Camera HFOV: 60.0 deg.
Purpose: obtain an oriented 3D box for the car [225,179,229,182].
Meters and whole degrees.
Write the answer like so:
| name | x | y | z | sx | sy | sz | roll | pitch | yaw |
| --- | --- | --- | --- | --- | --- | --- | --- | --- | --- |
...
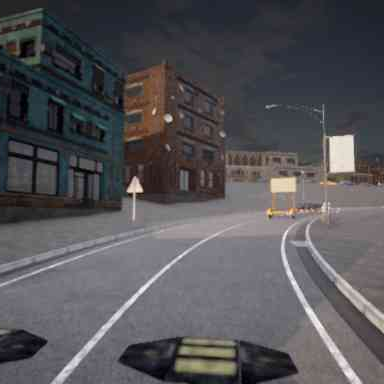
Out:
| name | x | y | z | sx | sy | sz | roll | pitch | yaw |
| --- | --- | --- | --- | --- | --- | --- | --- | --- | --- |
| car | 5.837 | -2.635 | 73.250 | 4.553 | 1.767 | 2.185 | 1 | -5 | -13 |

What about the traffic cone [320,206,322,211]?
| name | x | y | z | sx | sy | sz | roll | pitch | yaw |
| --- | --- | --- | --- | --- | --- | --- | --- | --- | --- |
| traffic cone | 15.318 | 2.018 | 39.635 | 0.340 | 0.580 | 0.340 | -3 | -2 | 36 |

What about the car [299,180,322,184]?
| name | x | y | z | sx | sy | sz | roll | pitch | yaw |
| --- | --- | --- | --- | --- | --- | --- | --- | --- | --- |
| car | 27.266 | -2.042 | 78.240 | 4.674 | 1.452 | 2.002 | 1 | -5 | -14 |

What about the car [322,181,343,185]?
| name | x | y | z | sx | sy | sz | roll | pitch | yaw |
| --- | --- | --- | --- | --- | --- | --- | --- | --- | --- |
| car | 32.618 | -1.935 | 79.697 | 5.008 | 1.535 | 2.097 | 2 | -5 | -15 |

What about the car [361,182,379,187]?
| name | x | y | z | sx | sy | sz | roll | pitch | yaw |
| --- | --- | --- | --- | --- | --- | --- | --- | --- | --- |
| car | 43.368 | -1.579 | 83.002 | 4.792 | 1.488 | 2.163 | 2 | -5 | -18 |

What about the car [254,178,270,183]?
| name | x | y | z | sx | sy | sz | roll | pitch | yaw |
| --- | --- | --- | --- | --- | --- | --- | --- | --- | --- |
| car | 16.504 | -2.323 | 75.671 | 4.892 | 1.521 | 2.231 | 1 | -5 | -13 |

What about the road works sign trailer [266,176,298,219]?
| name | x | y | z | sx | sy | sz | roll | pitch | yaw |
| --- | --- | --- | --- | --- | --- | --- | --- | --- | --- |
| road works sign trailer | 8.017 | 0.447 | 28.867 | 2.380 | 3.560 | 2.880 | -2 | -1 | 37 |

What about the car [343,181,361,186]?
| name | x | y | z | sx | sy | sz | roll | pitch | yaw |
| --- | --- | --- | --- | --- | --- | --- | --- | --- | --- |
| car | 37.916 | -1.905 | 81.268 | 4.553 | 1.767 | 2.185 | 2 | -5 | -16 |

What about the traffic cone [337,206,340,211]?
| name | x | y | z | sx | sy | sz | roll | pitch | yaw |
| --- | --- | --- | --- | --- | --- | --- | --- | --- | --- |
| traffic cone | 16.934 | 1.922 | 38.466 | 0.340 | 0.580 | 0.340 | -3 | -2 | 36 |

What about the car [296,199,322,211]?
| name | x | y | z | sx | sy | sz | roll | pitch | yaw |
| --- | --- | --- | --- | --- | --- | --- | --- | --- | --- |
| car | 15.222 | 1.694 | 42.847 | 4.892 | 1.490 | 1.837 | 0 | -4 | -43 |
